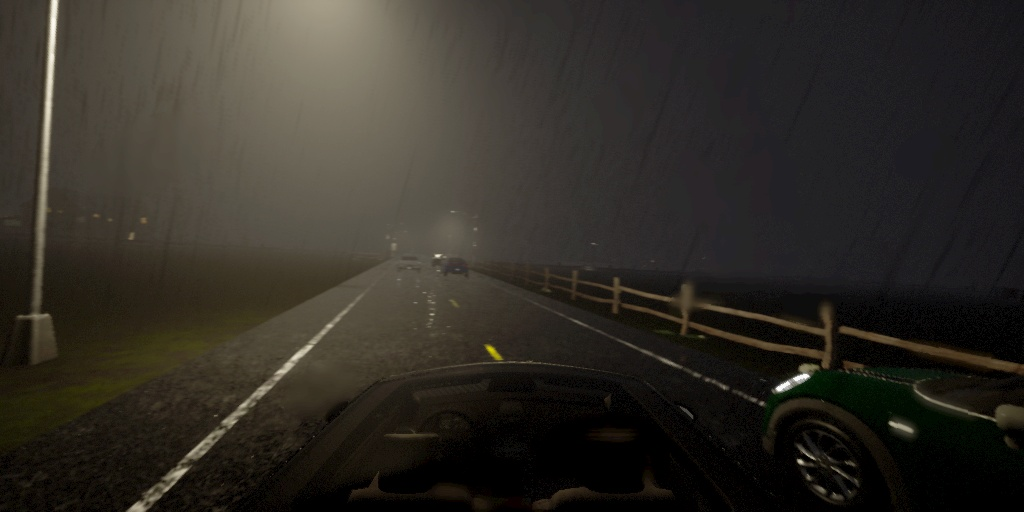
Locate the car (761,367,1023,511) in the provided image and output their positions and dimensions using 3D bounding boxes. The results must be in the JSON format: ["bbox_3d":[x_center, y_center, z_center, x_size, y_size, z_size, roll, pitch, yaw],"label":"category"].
[{"bbox_3d":[4.070,1.362,2.003,2.097,1.767,4.553,4,0,-16],"label":"car"}]

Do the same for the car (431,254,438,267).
[{"bbox_3d":[-8.744,0.568,43.544,2.128,1.511,4.902,4,0,-15],"label":"car"}]

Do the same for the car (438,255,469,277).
[{"bbox_3d":[-4.801,0.834,29.797,1.882,1.535,5.008,4,0,-15],"label":"car"}]

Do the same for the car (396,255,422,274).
[{"bbox_3d":[-8.727,0.627,30.576,1.812,1.442,4.674,4,0,-16],"label":"car"}]
